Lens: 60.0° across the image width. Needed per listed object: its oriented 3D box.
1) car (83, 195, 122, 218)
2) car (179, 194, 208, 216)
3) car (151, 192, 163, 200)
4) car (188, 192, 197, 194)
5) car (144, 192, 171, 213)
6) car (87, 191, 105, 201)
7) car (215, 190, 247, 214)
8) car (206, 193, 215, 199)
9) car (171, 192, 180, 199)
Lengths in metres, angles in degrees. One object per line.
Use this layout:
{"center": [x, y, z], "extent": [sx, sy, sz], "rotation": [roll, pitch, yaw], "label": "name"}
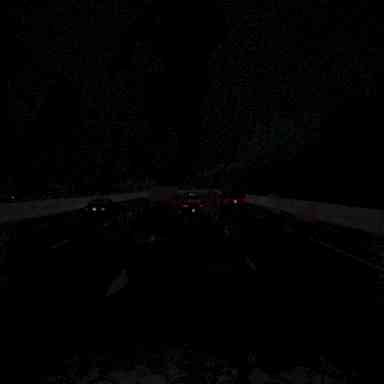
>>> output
{"center": [-6.864, 1.225, 25.799], "extent": [2.033, 1.411, 5.357], "rotation": [0, 1, -1], "label": "car"}
{"center": [0.112, 1.183, 27.530], "extent": [1.812, 1.442, 4.674], "rotation": [0, 1, 0], "label": "car"}
{"center": [-6.867, 0.747, 65.710], "extent": [1.994, 1.385, 4.181], "rotation": [0, 1, 0], "label": "car"}
{"center": [0.132, 0.670, 66.074], "extent": [2.128, 1.511, 4.902], "rotation": [0, 1, 0], "label": "car"}
{"center": [-3.387, 1.084, 31.599], "extent": [1.882, 1.535, 5.008], "rotation": [0, 1, 0], "label": "car"}
{"center": [-17.476, 0.701, 61.014], "extent": [1.882, 1.535, 5.008], "rotation": [0, 1, 0], "label": "car"}
{"center": [3.604, 0.844, 30.371], "extent": [2.150, 2.045, 5.566], "rotation": [0, 1, 0], "label": "car"}
{"center": [3.625, 0.781, 66.046], "extent": [1.895, 1.301, 4.718], "rotation": [0, 1, 0], "label": "car"}
{"center": [-3.367, 0.744, 65.980], "extent": [1.994, 1.385, 4.181], "rotation": [0, 1, 0], "label": "car"}
